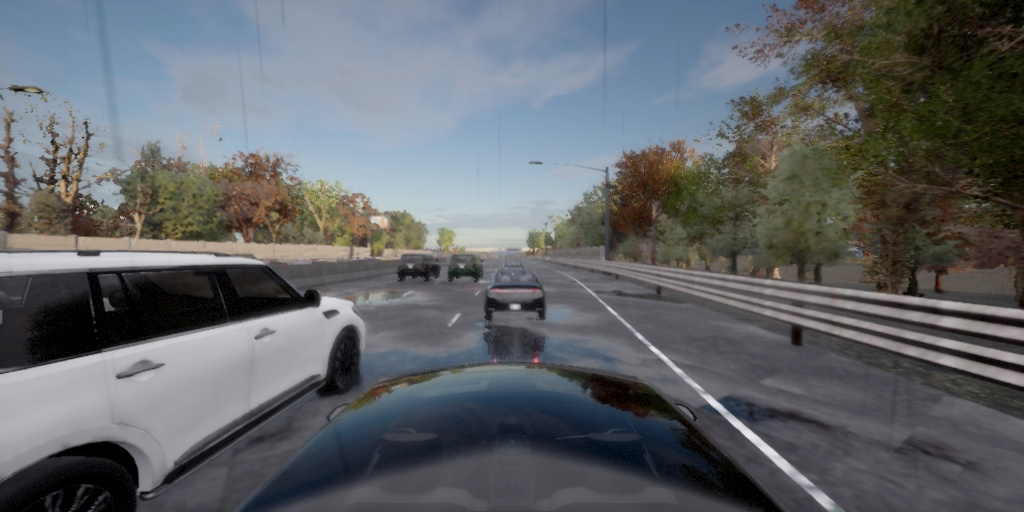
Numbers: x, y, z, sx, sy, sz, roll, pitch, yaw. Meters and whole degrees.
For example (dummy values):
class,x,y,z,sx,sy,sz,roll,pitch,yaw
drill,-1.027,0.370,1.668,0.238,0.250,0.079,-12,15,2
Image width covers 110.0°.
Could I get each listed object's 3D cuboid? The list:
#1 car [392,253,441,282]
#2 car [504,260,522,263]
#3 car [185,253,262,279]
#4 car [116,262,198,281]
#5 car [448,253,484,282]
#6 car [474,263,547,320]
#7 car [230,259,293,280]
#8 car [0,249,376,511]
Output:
class,x,y,z,sx,sy,sz,roll,pitch,yaw
car,-6.901,0.815,27.085,2.150,2.045,5.566,0,0,0
car,0.099,1.080,28.064,2.128,1.511,4.902,0,0,0
car,-24.594,0.793,30.944,2.150,2.045,5.566,0,0,0
car,-27.907,1.187,28.454,1.895,1.301,4.718,0,0,-2
car,-3.400,0.815,27.073,2.150,2.045,5.566,0,0,0
car,0.098,1.174,12.304,2.128,1.511,4.902,0,0,0
car,-21.093,1.052,30.482,1.882,1.535,5.008,0,0,0
car,-3.420,0.963,3.367,2.150,2.045,5.566,0,1,0
